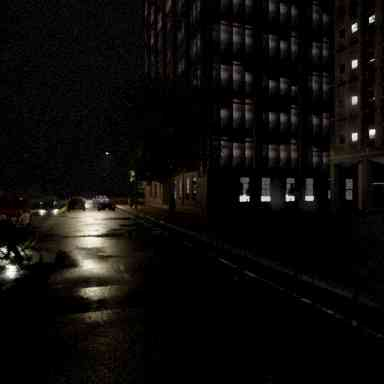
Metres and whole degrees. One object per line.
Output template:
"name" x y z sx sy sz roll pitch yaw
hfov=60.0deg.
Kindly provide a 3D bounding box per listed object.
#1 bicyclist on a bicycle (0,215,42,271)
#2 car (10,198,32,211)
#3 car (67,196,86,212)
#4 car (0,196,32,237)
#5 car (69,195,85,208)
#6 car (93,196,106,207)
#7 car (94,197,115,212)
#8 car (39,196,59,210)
"bicyclist on a bicycle" -5.094 1.455 9.276 1.656 1.620 0.582 -2 1 -19
"car" -21.823 1.524 42.669 1.812 1.442 4.674 0 0 -19
"car" -13.434 1.477 38.759 1.882 1.535 5.008 0 0 -19
"car" -9.907 1.223 17.527 2.150 2.045 5.566 0 0 -18
"car" -16.484 1.350 47.774 2.097 1.767 4.553 0 0 -18
"car" -13.220 1.350 48.134 2.097 1.767 4.553 0 0 -18
"car" -10.089 1.600 38.853 1.895 1.301 4.718 0 0 -18
"car" -18.813 1.350 43.914 2.097 1.767 4.553 0 0 -19
